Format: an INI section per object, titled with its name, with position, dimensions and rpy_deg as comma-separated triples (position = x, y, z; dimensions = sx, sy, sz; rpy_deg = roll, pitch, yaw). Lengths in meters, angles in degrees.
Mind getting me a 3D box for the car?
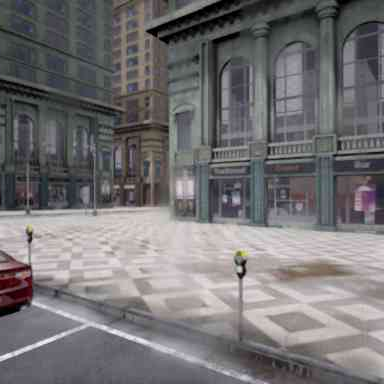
[car]
position = -4.856, 1.540, 6.389
dimensions = 4.507, 1.381, 1.887
rpy_deg = 0, 0, 35
